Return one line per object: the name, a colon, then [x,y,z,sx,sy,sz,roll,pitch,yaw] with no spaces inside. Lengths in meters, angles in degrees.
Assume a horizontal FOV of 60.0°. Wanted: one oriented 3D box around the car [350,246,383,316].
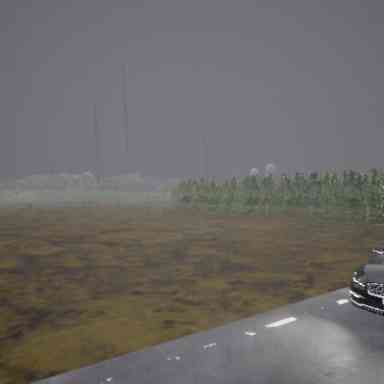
car: [5.128,1.517,6.708,4.892,1.490,1.837,0,0,-35]
